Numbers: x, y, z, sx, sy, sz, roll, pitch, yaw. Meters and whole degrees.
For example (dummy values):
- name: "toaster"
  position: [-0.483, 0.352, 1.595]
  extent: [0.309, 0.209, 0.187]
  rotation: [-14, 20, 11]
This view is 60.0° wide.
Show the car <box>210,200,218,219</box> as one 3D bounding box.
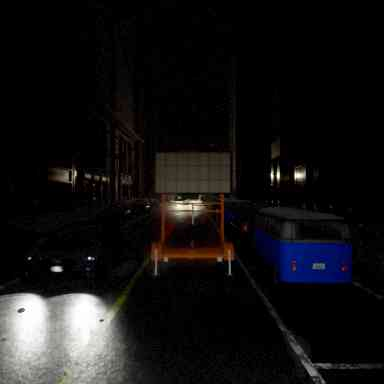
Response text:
- name: "car"
  position: [2.744, 1.546, 25.787]
  extent: [2.008, 1.369, 4.403]
  rotation: [1, 0, 0]

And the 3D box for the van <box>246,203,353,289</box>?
- name: "van"
  position: [2.702, 1.342, 8.912]
  extent: [1.690, 1.788, 3.998]
  rotation: [1, 0, 0]

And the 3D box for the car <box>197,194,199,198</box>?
- name: "car"
  position: [2.893, 1.473, 82.034]
  extent: [1.887, 1.381, 4.507]
  rotation: [1, 0, 0]

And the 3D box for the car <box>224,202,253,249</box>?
- name: "car"
  position: [2.716, 1.440, 14.537]
  extent: [1.967, 1.590, 4.097]
  rotation: [1, 0, 0]

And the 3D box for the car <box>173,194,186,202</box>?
- name: "car"
  position: [-2.807, 1.508, 73.199]
  extent: [1.994, 1.385, 4.181]
  rotation: [0, 0, 0]

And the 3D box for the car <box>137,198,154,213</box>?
- name: "car"
  position: [-5.751, 1.540, 37.053]
  extent: [2.008, 1.369, 4.403]
  rotation: [1, 0, 0]

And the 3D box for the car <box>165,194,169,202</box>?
- name: "car"
  position: [-5.692, 1.547, 59.551]
  extent: [1.802, 1.307, 4.206]
  rotation: [1, 0, 0]

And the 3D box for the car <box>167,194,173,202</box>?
- name: "car"
  position: [-5.661, 1.388, 70.800]
  extent: [1.967, 1.590, 4.097]
  rotation: [1, 0, 0]

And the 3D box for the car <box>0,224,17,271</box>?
- name: "car"
  position: [-5.826, 1.545, 8.931]
  extent: [1.887, 1.381, 4.507]
  rotation: [1, 0, 0]

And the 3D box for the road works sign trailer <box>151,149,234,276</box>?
- name: "road works sign trailer"
  position: [0.028, 0.465, 10.379]
  extent: [2.380, 3.560, 2.880]
  rotation: [0, 0, 0]

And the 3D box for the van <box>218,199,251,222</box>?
- name: "van"
  position: [2.731, 1.339, 20.162]
  extent: [1.690, 1.788, 3.998]
  rotation: [1, 0, 0]

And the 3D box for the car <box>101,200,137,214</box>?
- name: "car"
  position: [-5.781, 1.540, 25.805]
  extent: [1.887, 1.381, 4.507]
  rotation: [1, 0, 0]

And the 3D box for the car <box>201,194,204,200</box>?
- name: "car"
  position: [2.819, 1.517, 53.910]
  extent: [1.887, 1.381, 4.507]
  rotation: [1, 0, 0]

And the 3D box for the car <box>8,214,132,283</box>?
- name: "car"
  position: [-3.074, 1.564, 9.556]
  extent: [1.994, 1.385, 4.181]
  rotation: [0, 0, 0]

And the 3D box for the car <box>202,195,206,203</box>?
- name: "car"
  position: [2.804, 1.524, 48.285]
  extent: [1.887, 1.381, 4.507]
  rotation: [1, 0, 0]

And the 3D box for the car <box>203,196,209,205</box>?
- name: "car"
  position: [2.789, 1.529, 42.661]
  extent: [1.887, 1.381, 4.507]
  rotation: [1, 0, 0]

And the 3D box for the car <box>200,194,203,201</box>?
- name: "car"
  position: [2.834, 1.510, 59.535]
  extent: [1.887, 1.381, 4.507]
  rotation: [1, 0, 0]

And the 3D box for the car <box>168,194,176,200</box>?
- name: "car"
  position: [-5.602, 1.348, 93.298]
  extent: [1.967, 1.590, 4.097]
  rotation: [1, 0, 0]

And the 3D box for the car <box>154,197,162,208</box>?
- name: "car"
  position: [-5.722, 1.504, 48.132]
  extent: [1.752, 1.417, 4.829]
  rotation: [1, 0, 0]

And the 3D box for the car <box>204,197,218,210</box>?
- name: "car"
  position: [2.774, 1.540, 37.036]
  extent: [2.008, 1.369, 4.403]
  rotation: [1, 0, 0]

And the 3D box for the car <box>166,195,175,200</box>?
- name: "car"
  position: [-5.618, 1.484, 87.673]
  extent: [1.947, 1.339, 4.313]
  rotation: [1, 0, 0]

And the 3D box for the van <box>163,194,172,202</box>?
- name: "van"
  position: [-5.645, 1.279, 76.424]
  extent: [1.690, 1.788, 3.998]
  rotation: [1, 0, 0]
